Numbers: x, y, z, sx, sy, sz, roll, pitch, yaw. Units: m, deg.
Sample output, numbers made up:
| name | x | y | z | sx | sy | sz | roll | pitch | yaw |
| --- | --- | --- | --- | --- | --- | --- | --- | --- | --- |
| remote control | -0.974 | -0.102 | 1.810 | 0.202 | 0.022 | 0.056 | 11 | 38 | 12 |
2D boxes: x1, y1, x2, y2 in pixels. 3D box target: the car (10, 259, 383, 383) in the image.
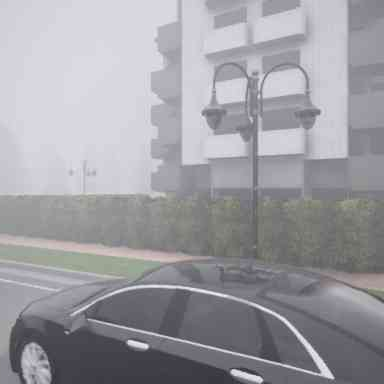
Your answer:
| name | x | y | z | sx | sy | sz | roll | pitch | yaw |
| --- | --- | --- | --- | --- | --- | --- | --- | --- | --- |
| car | 0.055 | 1.503 | 3.511 | 4.892 | 1.490 | 1.837 | -1 | 0 | 33 |
